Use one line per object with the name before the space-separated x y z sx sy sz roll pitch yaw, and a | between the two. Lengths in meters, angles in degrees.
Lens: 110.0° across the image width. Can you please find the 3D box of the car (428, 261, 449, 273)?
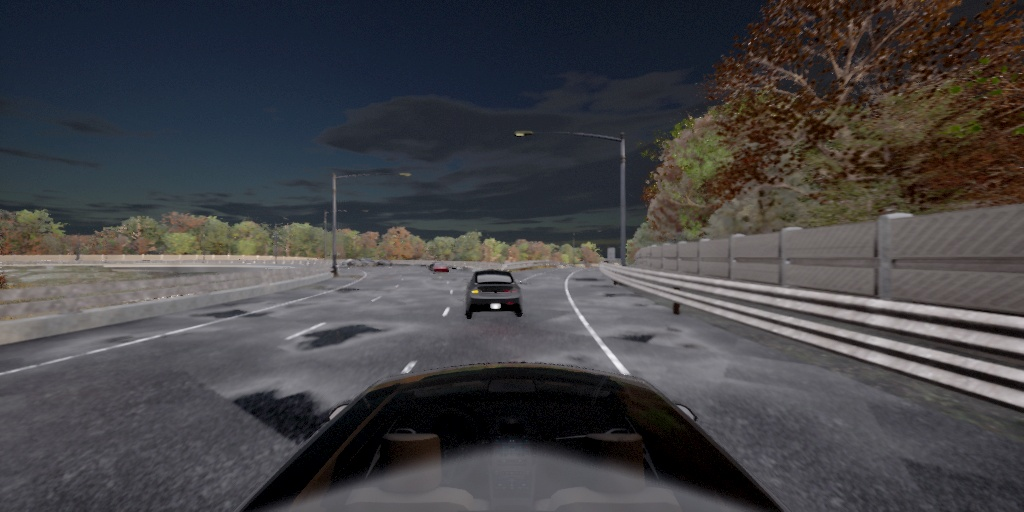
car | -9.548 1.381 46.324 1.994 1.385 4.181 0 0 -24

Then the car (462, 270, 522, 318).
car | -0.758 1.263 13.216 1.837 1.490 4.892 0 0 -6
